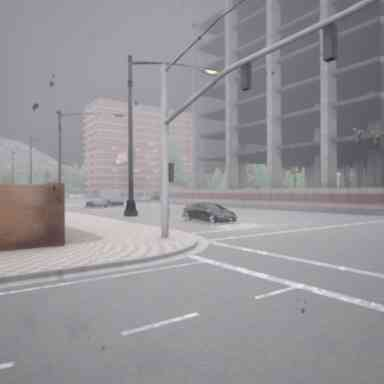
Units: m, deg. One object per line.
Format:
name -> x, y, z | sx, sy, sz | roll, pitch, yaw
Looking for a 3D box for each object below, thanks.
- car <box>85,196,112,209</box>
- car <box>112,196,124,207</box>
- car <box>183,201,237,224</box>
car -> -12.639, 1.461, 43.928 | 1.812, 1.442, 4.674 | 0, 0, -35
car -> -11.481, 1.385, 48.249 | 1.882, 1.535, 5.008 | 0, 0, -35
car -> 1.211, 1.488, 24.122 | 1.837, 1.490, 4.892 | 0, 2, -35
